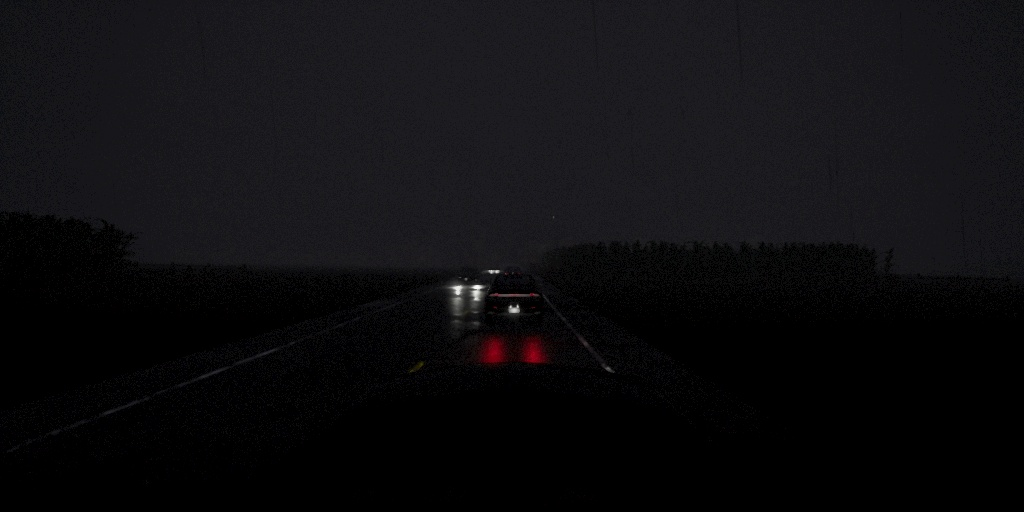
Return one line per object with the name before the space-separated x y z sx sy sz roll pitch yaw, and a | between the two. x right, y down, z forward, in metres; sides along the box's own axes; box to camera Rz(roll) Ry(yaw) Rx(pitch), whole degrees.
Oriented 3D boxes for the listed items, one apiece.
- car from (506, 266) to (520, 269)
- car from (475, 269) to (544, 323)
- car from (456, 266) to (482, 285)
car | 0.094 1.731 35.701 2.033 1.411 5.357 0 -1 0
car | 0.078 1.384 12.775 2.128 1.511 4.902 0 -1 0
car | -3.603 1.625 30.662 1.837 1.490 4.892 0 -1 0
